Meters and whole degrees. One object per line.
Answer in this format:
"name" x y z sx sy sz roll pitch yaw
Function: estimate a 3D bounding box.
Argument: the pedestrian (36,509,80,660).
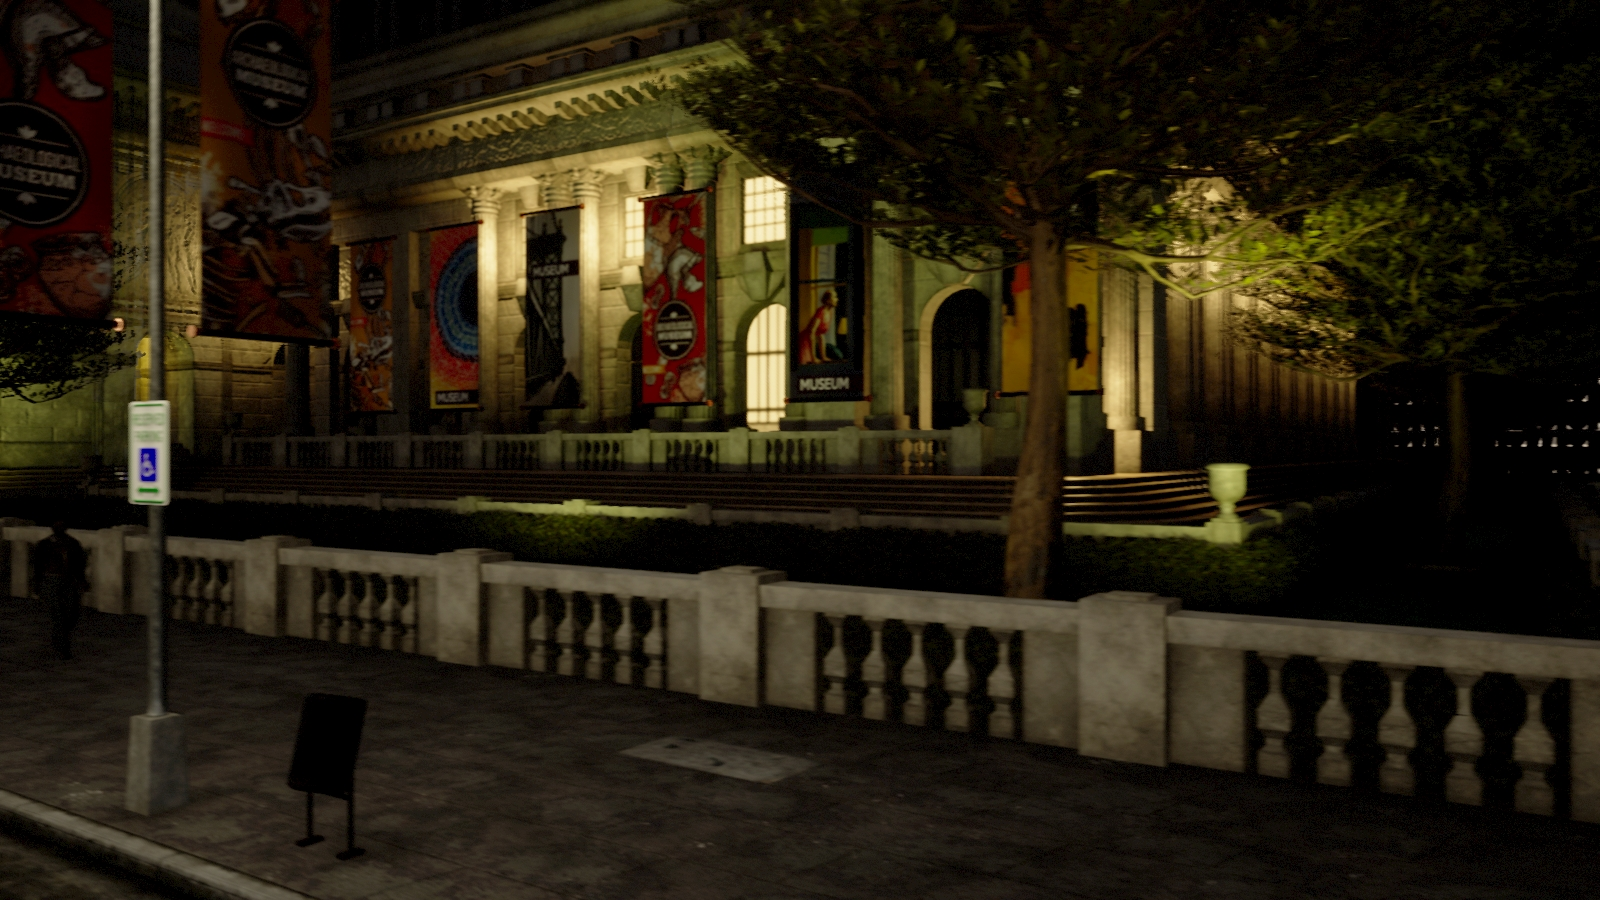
"pedestrian" -9.469 1.695 14.575 0.375 1.860 0.375 0 0 40
